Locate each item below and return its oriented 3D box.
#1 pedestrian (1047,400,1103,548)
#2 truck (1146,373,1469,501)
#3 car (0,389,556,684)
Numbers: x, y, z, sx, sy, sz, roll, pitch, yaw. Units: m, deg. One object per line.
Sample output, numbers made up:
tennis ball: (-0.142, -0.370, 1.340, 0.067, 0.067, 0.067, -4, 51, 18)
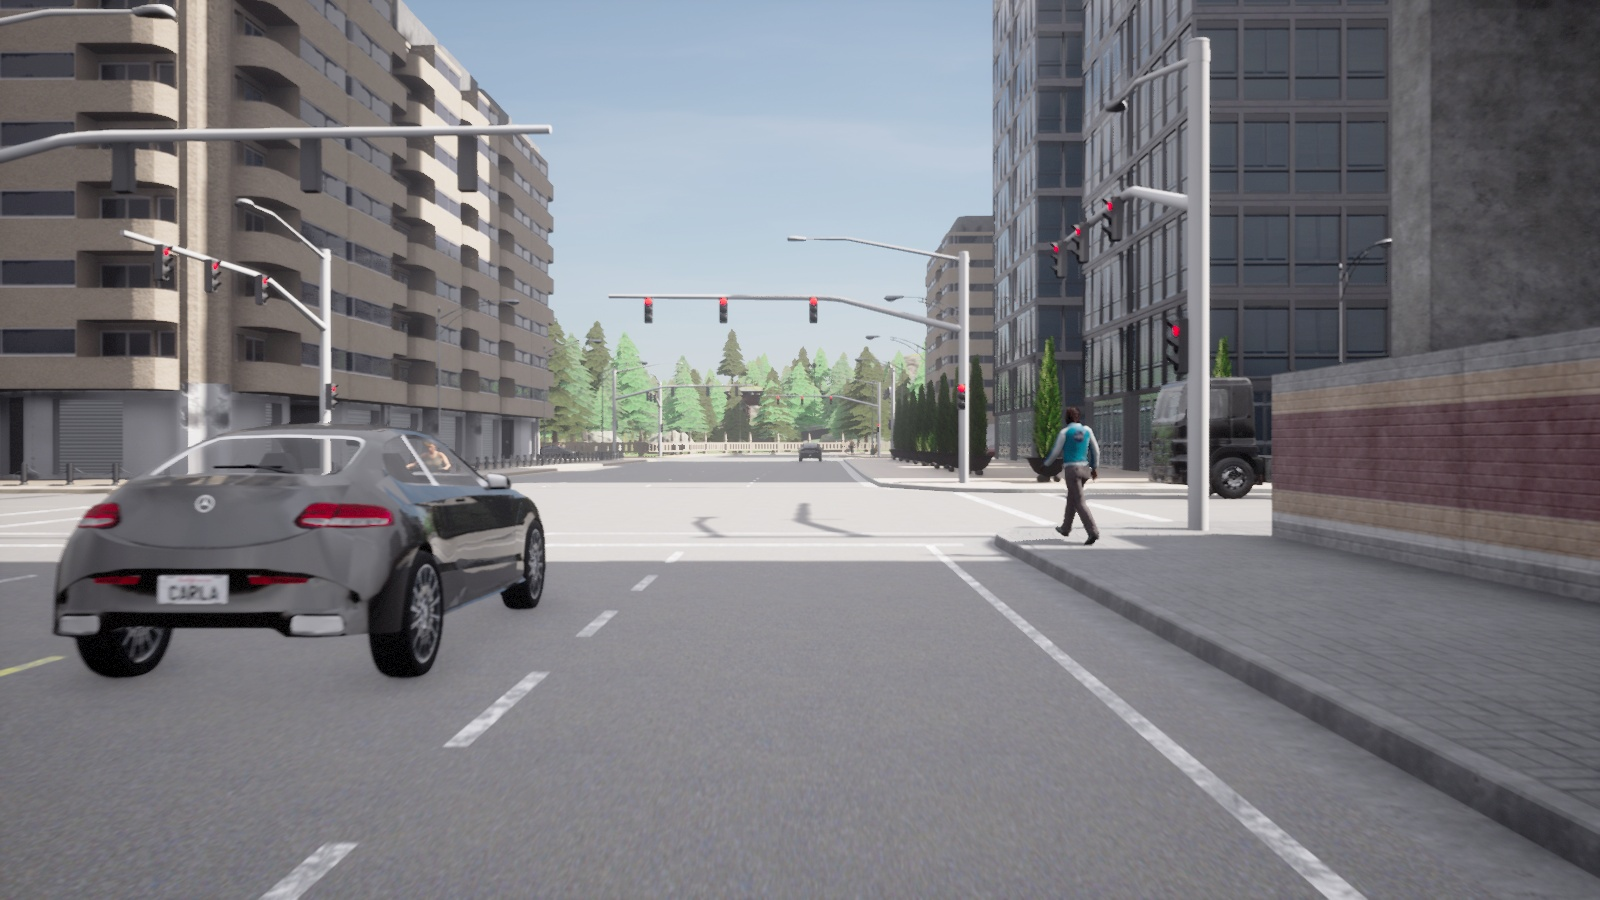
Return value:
pedestrian: (3.651, 0.310, 16.690, 0.396, 1.930, 0.692, 0, 0, -23)
truck: (14.147, -0.368, 35.449, 7.936, 3.462, 2.891, 0, 0, 1)
car: (-3.431, 0.469, 9.540, 2.152, 1.651, 5.027, 0, 0, 0)
